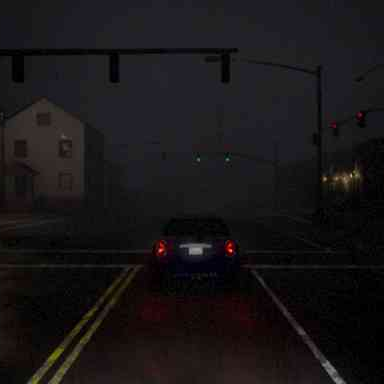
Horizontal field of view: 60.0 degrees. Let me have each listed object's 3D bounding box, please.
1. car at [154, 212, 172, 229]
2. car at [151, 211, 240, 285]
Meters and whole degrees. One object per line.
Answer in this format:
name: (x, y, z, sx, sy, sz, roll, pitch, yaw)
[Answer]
car: (-3.603, 3.694, 41.971, 1.812, 1.442, 4.674, -1, -13, -1)
car: (0.093, 1.357, 9.653, 2.097, 1.767, 4.553, 0, 0, 0)
